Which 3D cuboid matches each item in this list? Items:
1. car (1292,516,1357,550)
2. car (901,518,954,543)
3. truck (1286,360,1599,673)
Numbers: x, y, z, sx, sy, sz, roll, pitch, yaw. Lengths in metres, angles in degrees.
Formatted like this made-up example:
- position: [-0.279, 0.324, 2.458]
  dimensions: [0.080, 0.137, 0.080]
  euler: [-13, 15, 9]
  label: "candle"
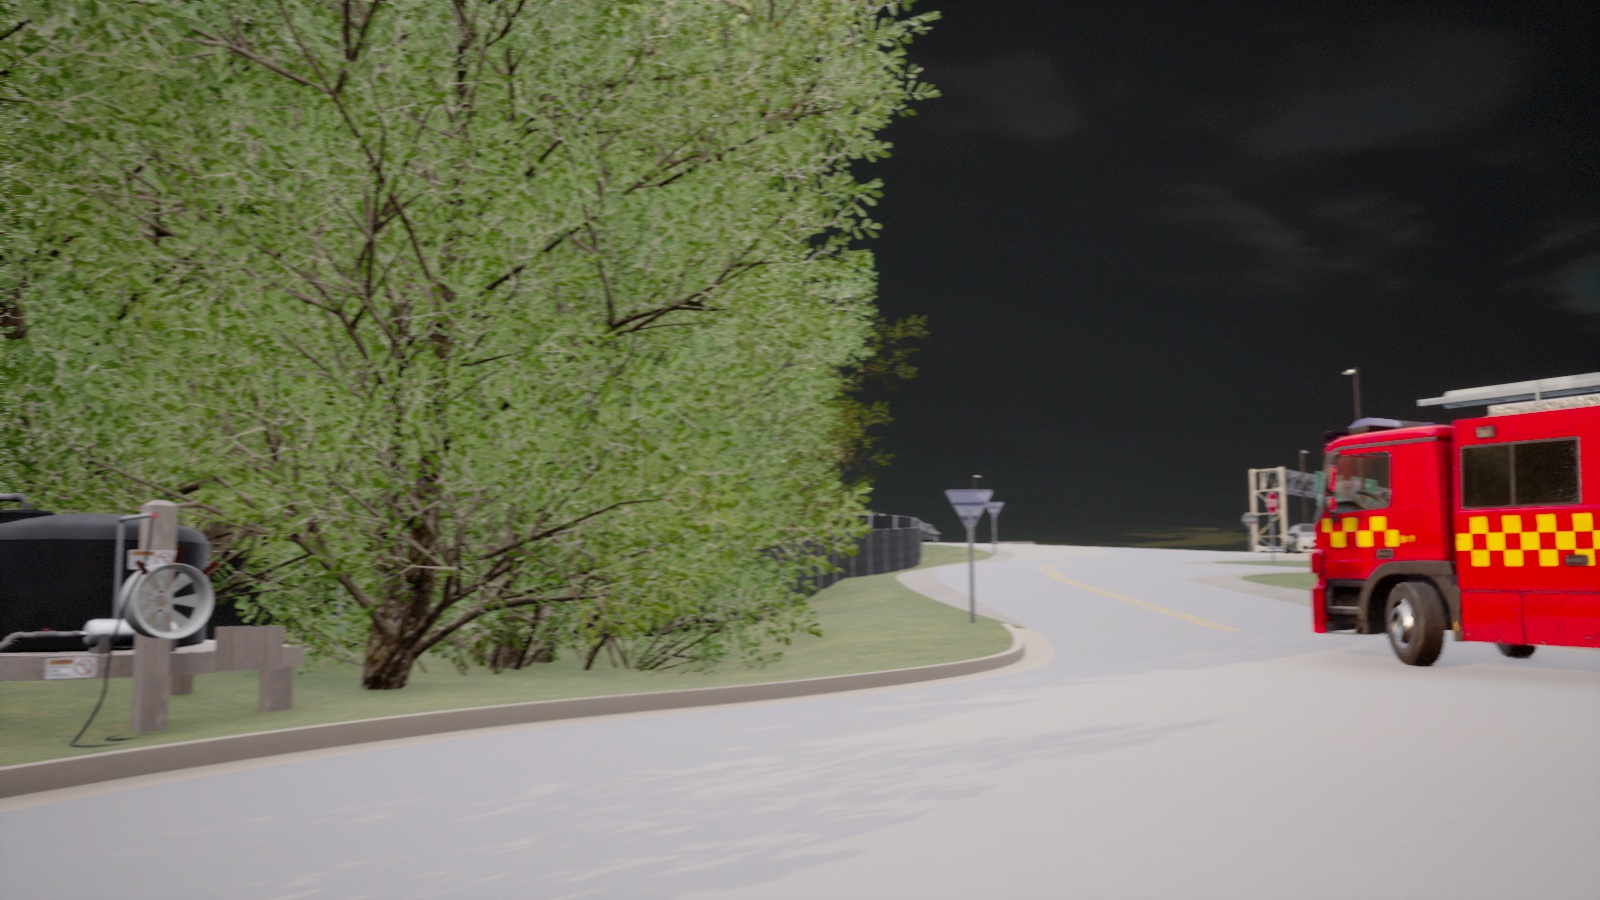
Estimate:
- position: [27.904, 4.436, 66.924]
  dimensions: [2.242, 1.667, 4.611]
  euler: [1, -4, 10]
  label: "car"
- position: [8.951, 5.641, 87.738]
  dimensions: [2.128, 1.511, 4.902]
  euler: [-2, -7, 26]
  label: "car"
- position: [10.893, 0.878, 16.341]
  dimensions: [2.891, 3.827, 8.468]
  euler: [2, -6, -29]
  label: "truck"
